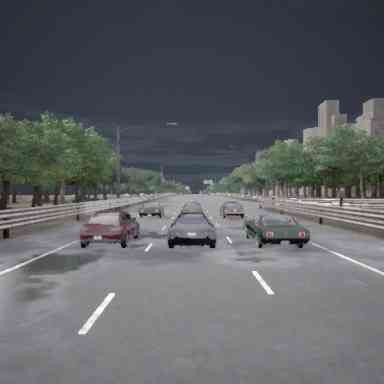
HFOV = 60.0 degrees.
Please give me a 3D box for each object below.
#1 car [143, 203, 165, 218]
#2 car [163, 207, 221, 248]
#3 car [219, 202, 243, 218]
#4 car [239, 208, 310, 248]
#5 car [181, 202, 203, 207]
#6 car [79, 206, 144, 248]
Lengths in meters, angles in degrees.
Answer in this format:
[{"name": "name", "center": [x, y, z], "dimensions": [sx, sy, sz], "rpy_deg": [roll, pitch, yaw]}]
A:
[{"name": "car", "center": [-3.500, 1.612, 29.680], "dimensions": [1.895, 1.301, 4.718], "rpy_deg": [0, 0, 0]}, {"name": "car", "center": [0.000, 1.572, 14.650], "dimensions": [1.994, 1.385, 4.181], "rpy_deg": [0, 0, 0]}, {"name": "car", "center": [3.500, 1.560, 29.650], "dimensions": [2.033, 1.411, 5.357], "rpy_deg": [0, 0, 0]}, {"name": "car", "center": [3.500, 1.616, 14.680], "dimensions": [1.895, 1.301, 4.718], "rpy_deg": [0, 0, 0]}, {"name": "car", "center": [0.000, 1.569, 29.650], "dimensions": [1.994, 1.385, 4.181], "rpy_deg": [0, 0, 0]}, {"name": "car", "center": [-3.500, 1.533, 14.650], "dimensions": [1.812, 1.442, 4.674], "rpy_deg": [0, 0, 0]}]
